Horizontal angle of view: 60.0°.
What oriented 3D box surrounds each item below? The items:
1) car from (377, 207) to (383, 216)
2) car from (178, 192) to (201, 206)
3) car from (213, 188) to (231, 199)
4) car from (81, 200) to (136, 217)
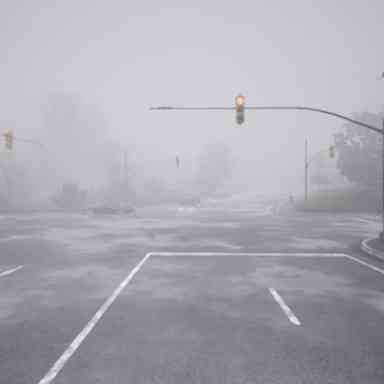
[{"bbox_3d":[18.526,1.510,28.925,4.181,1.385,1.994,-1,0,3],"label":"car"},{"bbox_3d":[-0.255,1.006,51.266,2.150,2.045,5.566,0,2,18],"label":"car"},{"bbox_3d":[6.040,0.283,66.807,2.150,2.045,5.566,0,4,25],"label":"car"},{"bbox_3d":[-7.554,1.478,30.251,4.902,1.511,2.128,0,0,3],"label":"car"}]
